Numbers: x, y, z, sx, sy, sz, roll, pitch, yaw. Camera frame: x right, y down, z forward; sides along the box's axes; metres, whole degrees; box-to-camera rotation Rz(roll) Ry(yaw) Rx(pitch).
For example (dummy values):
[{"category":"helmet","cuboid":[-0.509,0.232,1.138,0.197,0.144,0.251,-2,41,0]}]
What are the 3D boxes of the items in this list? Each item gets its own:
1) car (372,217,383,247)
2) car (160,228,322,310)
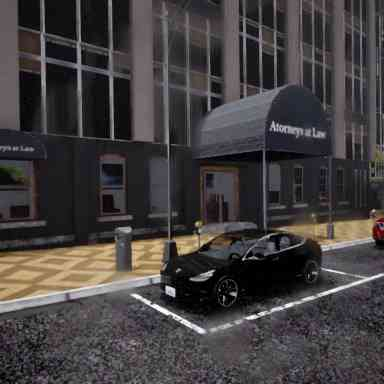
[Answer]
[{"category":"car","cuboid":[9.597,1.310,13.994,5.009,1.841,2.192,0,-1,-37]},{"category":"car","cuboid":[1.316,1.564,7.797,4.313,1.339,1.947,0,-1,-37]}]
